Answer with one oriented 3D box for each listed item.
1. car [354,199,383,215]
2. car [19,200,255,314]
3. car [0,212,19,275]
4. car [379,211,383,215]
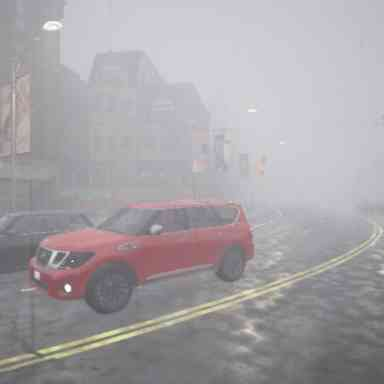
[{"bbox_3d":[17.882,1.491,33.672,2.128,1.511,4.902,0,0,14],"label":"car"},{"bbox_3d":[-0.806,1.223,8.053,5.566,2.045,2.150,0,0,-40],"label":"car"},{"bbox_3d":[-4.796,1.350,9.410,4.553,1.767,2.097,0,0,-38],"label":"car"},{"bbox_3d":[9.210,1.548,13.573,2.033,1.411,5.357,0,0,36],"label":"car"}]
